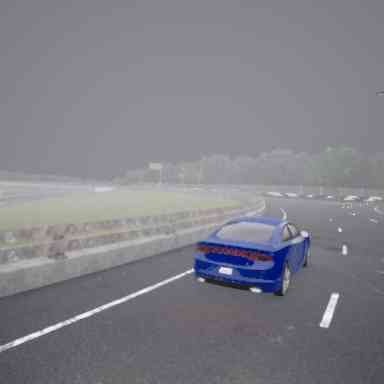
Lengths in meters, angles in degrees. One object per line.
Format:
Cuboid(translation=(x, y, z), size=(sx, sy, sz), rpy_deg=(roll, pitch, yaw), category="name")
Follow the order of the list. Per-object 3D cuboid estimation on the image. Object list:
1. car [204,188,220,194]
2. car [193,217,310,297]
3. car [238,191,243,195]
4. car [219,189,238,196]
Cuboid(translation=(6.085, -0.038, 95.242), size=(1.882, 1.535, 5.008), rpy_deg=(2, 1, -24), category="car")
Cuboid(translation=(1.824, 1.392, 8.653), size=(1.882, 1.535, 5.008), rpy_deg=(3, 1, 28), category="car")
Cuboid(translation=(12.423, 0.434, 87.892), size=(1.994, 1.385, 4.181), rpy_deg=(2, 1, -18), category="car")
Cuboid(translation=(9.372, 0.347, 85.909), size=(1.994, 1.385, 4.181), rpy_deg=(2, 1, -18), category="car")
